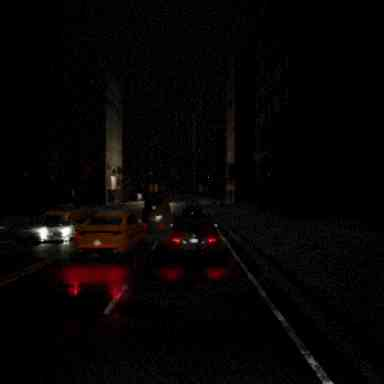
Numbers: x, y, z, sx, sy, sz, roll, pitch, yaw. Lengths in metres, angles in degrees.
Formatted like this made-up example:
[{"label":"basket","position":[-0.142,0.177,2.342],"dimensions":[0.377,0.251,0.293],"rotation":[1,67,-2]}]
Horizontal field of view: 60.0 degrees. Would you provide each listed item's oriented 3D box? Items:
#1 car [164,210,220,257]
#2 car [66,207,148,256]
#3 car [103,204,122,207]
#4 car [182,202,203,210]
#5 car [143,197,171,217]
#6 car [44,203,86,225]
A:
[{"label":"car","position":[0.069,1.654,13.319],"dimensions":[2.033,1.411,5.357],"rotation":[0,0,0]},{"label":"car","position":[-3.184,1.586,13.665],"dimensions":[1.882,1.535,5.008],"rotation":[0,-1,0]},{"label":"car","position":[-6.636,1.734,27.676],"dimensions":[1.812,1.442,4.674],"rotation":[0,-1,0]},{"label":"car","position":[0.048,1.730,32.130],"dimensions":[2.128,1.511,4.902],"rotation":[0,0,0]},{"label":"car","position":[-3.199,1.453,30.750],"dimensions":[2.150,2.045,5.566],"rotation":[0,0,0]},{"label":"car","position":[-9.885,1.676,26.203],"dimensions":[1.882,1.535,5.008],"rotation":[0,0,0]}]
